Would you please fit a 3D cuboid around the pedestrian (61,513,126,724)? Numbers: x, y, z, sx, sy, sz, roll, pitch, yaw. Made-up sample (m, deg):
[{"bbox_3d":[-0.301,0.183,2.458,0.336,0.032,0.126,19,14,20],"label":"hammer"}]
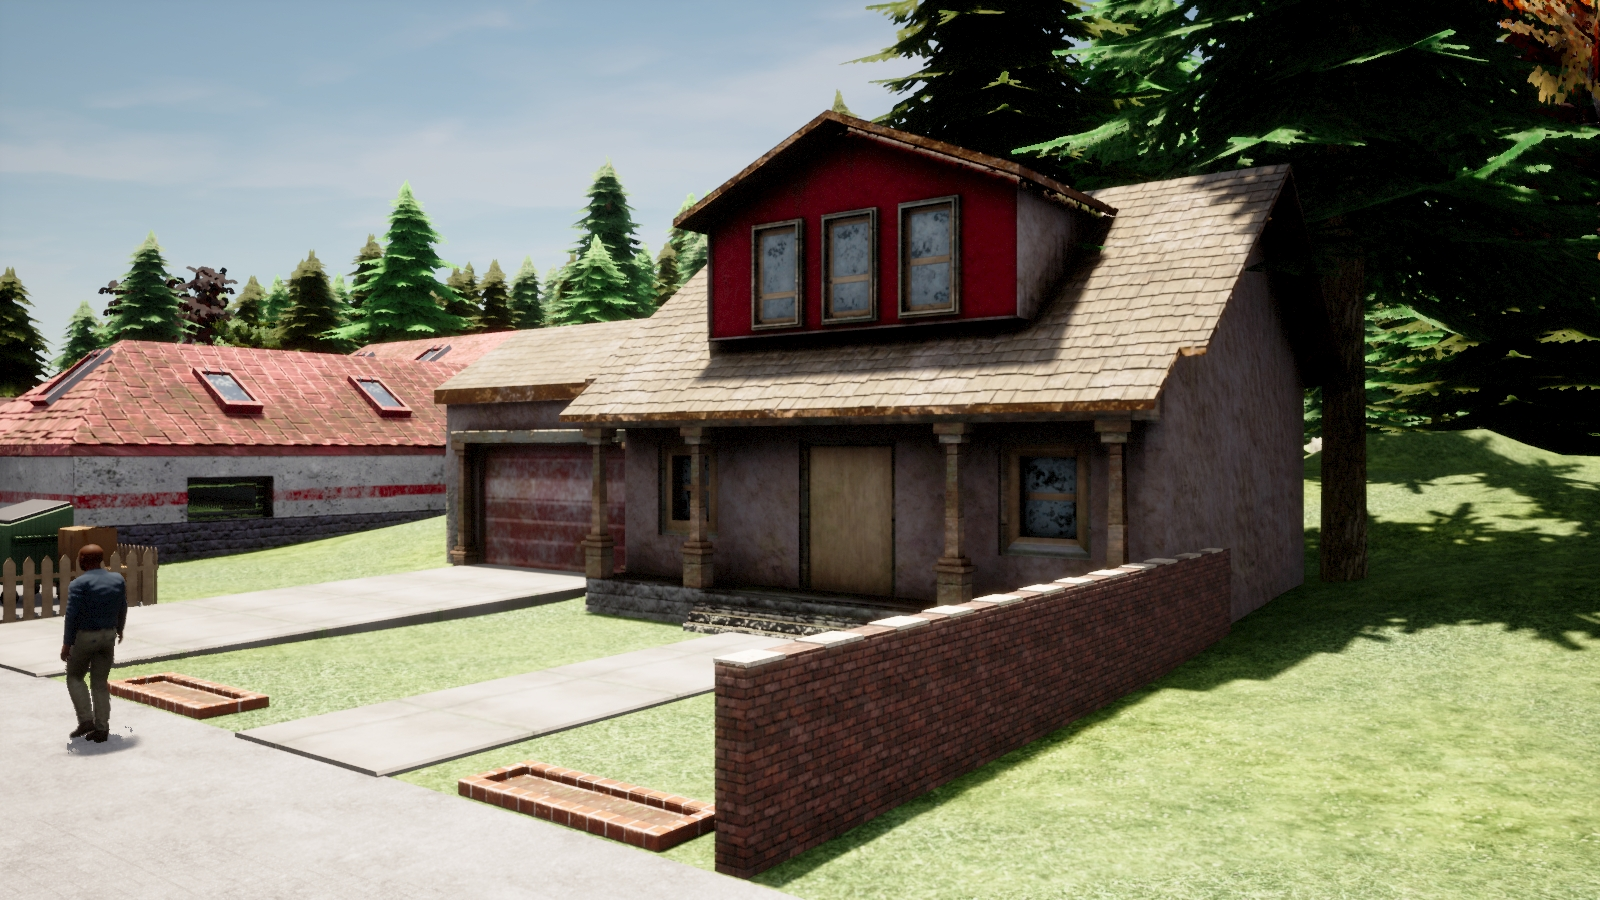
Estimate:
[{"bbox_3d":[-6.477,1.524,10.478,0.375,1.860,0.375,0,0,31],"label":"pedestrian"}]
